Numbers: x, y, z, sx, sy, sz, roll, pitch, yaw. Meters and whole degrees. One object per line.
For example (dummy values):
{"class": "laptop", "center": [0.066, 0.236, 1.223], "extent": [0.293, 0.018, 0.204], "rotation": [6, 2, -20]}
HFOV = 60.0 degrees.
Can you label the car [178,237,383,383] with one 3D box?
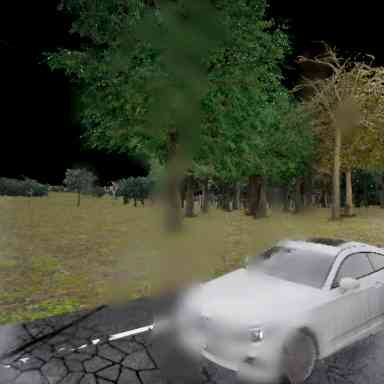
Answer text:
{"class": "car", "center": [1.984, 1.528, 5.398], "extent": [4.674, 1.442, 1.812], "rotation": [0, 0, -35]}
